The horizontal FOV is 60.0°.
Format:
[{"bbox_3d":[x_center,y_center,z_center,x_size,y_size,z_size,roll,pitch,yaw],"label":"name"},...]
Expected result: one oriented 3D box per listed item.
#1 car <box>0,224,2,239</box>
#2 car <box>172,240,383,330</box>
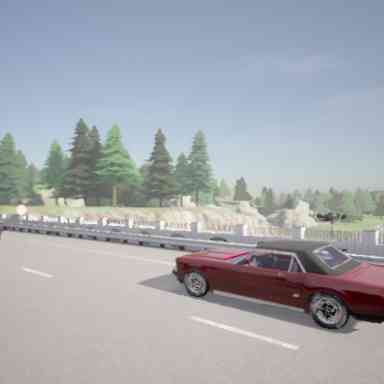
[{"bbox_3d":[-12.581,2.051,19.151,4.674,1.442,1.812,-2,-2,40],"label":"car"},{"bbox_3d":[1.811,1.707,7.142,4.718,1.301,1.895,-1,-1,40],"label":"car"}]
